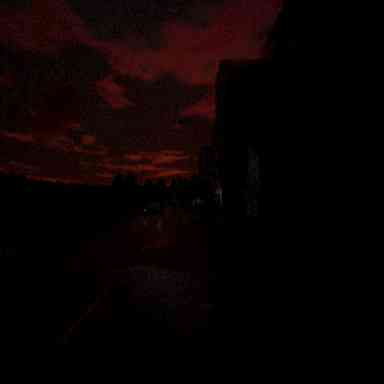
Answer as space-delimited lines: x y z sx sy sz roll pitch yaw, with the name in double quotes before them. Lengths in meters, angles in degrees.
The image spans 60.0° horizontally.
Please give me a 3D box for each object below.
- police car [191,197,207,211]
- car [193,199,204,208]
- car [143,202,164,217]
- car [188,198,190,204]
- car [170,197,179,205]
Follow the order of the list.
"police car" 1.169 1.868 48.722 1.930 1.638 5.238 0 -1 0
"car" 1.177 1.997 58.800 1.801 1.575 5.366 0 -1 0
"car" -4.108 1.812 36.273 1.882 1.535 5.008 0 -1 0
"car" -0.031 2.209 81.725 2.128 1.511 4.902 0 -1 0
"car" -4.030 2.008 76.785 2.097 1.767 4.553 0 -1 0
